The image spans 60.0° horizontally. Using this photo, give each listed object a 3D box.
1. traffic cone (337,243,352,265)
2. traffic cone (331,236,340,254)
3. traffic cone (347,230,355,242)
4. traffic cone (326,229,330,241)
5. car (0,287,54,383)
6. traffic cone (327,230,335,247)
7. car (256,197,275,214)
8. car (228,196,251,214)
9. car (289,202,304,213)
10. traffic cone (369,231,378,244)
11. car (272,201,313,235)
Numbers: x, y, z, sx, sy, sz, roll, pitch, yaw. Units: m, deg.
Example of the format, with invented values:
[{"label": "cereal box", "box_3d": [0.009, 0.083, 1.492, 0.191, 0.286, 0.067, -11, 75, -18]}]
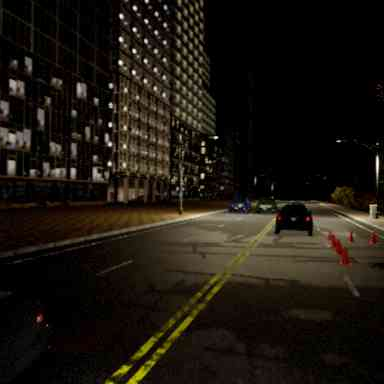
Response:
[{"label": "traffic cone", "box_3d": [5.141, 2.107, 11.126, 0.340, 0.580, 0.340, 1, 0, 18]}, {"label": "traffic cone", "box_3d": [5.750, 2.129, 13.031, 0.340, 0.580, 0.340, 1, 0, 18]}, {"label": "traffic cone", "box_3d": [7.921, 2.186, 16.536, 0.340, 0.580, 0.340, 1, 0, 18]}, {"label": "traffic cone", "box_3d": [6.969, 2.171, 16.841, 0.340, 0.580, 0.340, 1, 0, 18]}, {"label": "car", "box_3d": [-3.270, 1.502, 1.944, 2.033, 1.411, 5.357, 1, 0, 18]}, {"label": "traffic cone", "box_3d": [6.359, 2.150, 14.936, 0.340, 0.580, 0.340, 1, 0, 18]}, {"label": "car", "box_3d": [9.208, 1.614, 40.898, 2.150, 2.045, 5.566, 1, 0, 18]}, {"label": "car", "box_3d": [6.069, 1.566, 41.750, 2.150, 2.045, 5.566, 1, 0, 18]}, {"label": "car", "box_3d": [14.617, 2.086, 46.544, 1.994, 1.385, 4.181, 1, 0, 18]}, {"label": "traffic cone", "box_3d": [8.873, 2.201, 16.231, 0.340, 0.580, 0.340, 1, 0, 18]}, {"label": "car", "box_3d": [6.410, 1.582, 20.871, 2.097, 1.767, 4.553, 1, 0, 18]}]
